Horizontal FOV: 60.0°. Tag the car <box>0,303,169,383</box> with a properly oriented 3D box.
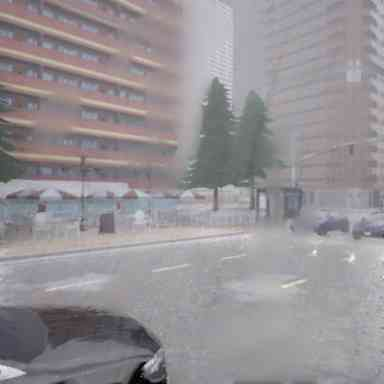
[{"bbox_3d":[-2.449,1.512,2.325,4.902,1.511,2.128,1,-1,-36],"label":"car"}]

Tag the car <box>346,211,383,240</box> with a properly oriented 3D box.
[{"bbox_3d":[10.181,1.764,17.503,4.674,1.442,1.812,1,-1,-41],"label":"car"}]

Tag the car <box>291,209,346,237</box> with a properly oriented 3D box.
[{"bbox_3d":[7.859,1.787,20.121,4.674,1.442,1.812,1,-1,-41],"label":"car"}]

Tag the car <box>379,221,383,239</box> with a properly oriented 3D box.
[{"bbox_3d":[8.601,1.709,11.344,5.357,1.411,2.033,1,-1,-41],"label":"car"}]
